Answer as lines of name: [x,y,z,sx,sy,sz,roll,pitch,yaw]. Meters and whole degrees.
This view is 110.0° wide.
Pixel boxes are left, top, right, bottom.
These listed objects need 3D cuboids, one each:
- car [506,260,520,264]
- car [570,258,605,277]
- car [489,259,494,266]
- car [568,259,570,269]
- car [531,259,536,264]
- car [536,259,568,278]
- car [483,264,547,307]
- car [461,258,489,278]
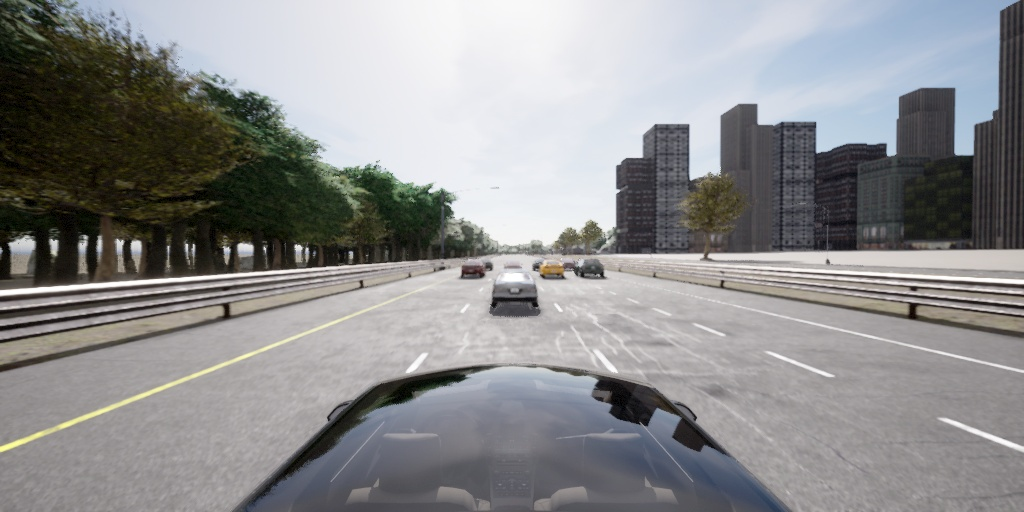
car: [0.104,1.155,35.074,1.812,1.442,4.674,0,0,0]
car: [7.031,0.988,33.118,2.097,1.767,4.553,0,0,1]
car: [-3.438,1.070,47.433,1.882,1.535,5.008,0,1,0]
car: [7.058,1.120,46.818,1.812,1.442,4.674,0,0,0]
car: [3.551,1.102,46.287,1.837,1.490,4.892,0,1,0]
car: [3.520,1.116,32.331,1.882,1.535,5.008,0,0,0]
car: [0.102,1.247,15.171,2.033,1.411,5.357,0,0,0]
car: [-3.473,1.114,32.920,1.882,1.535,5.008,0,0,1]
